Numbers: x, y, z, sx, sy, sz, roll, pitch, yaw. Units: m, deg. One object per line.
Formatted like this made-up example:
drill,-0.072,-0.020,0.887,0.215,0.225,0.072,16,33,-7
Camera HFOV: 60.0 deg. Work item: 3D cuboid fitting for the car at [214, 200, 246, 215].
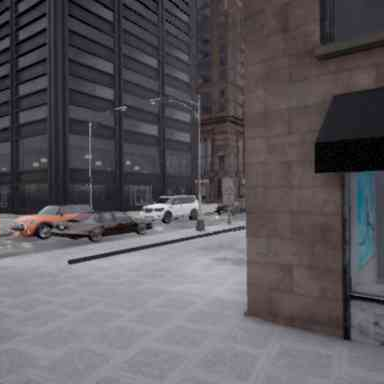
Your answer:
car,4.385,1.576,34.463,2.033,1.411,5.357,-1,0,35

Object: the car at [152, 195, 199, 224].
car,-1.589,1.287,26.048,2.150,2.045,5.566,-1,0,36

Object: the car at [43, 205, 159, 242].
car,-4.337,1.606,16.814,2.033,1.411,5.357,-1,0,35

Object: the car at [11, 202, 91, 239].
car,-7.257,1.453,18.060,2.097,1.767,4.553,-1,0,35
